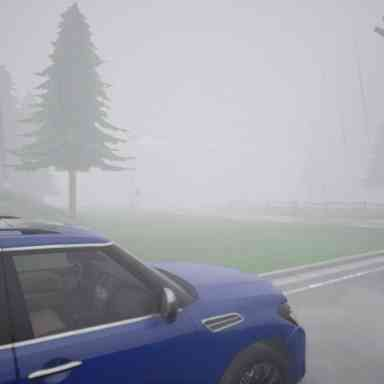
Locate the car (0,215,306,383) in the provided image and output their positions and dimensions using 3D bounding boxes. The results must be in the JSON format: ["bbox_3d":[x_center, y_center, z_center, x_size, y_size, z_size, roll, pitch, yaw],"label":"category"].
[{"bbox_3d":[-1.470,1.225,2.698,5.566,2.045,2.150,0,0,-35],"label":"car"}]
